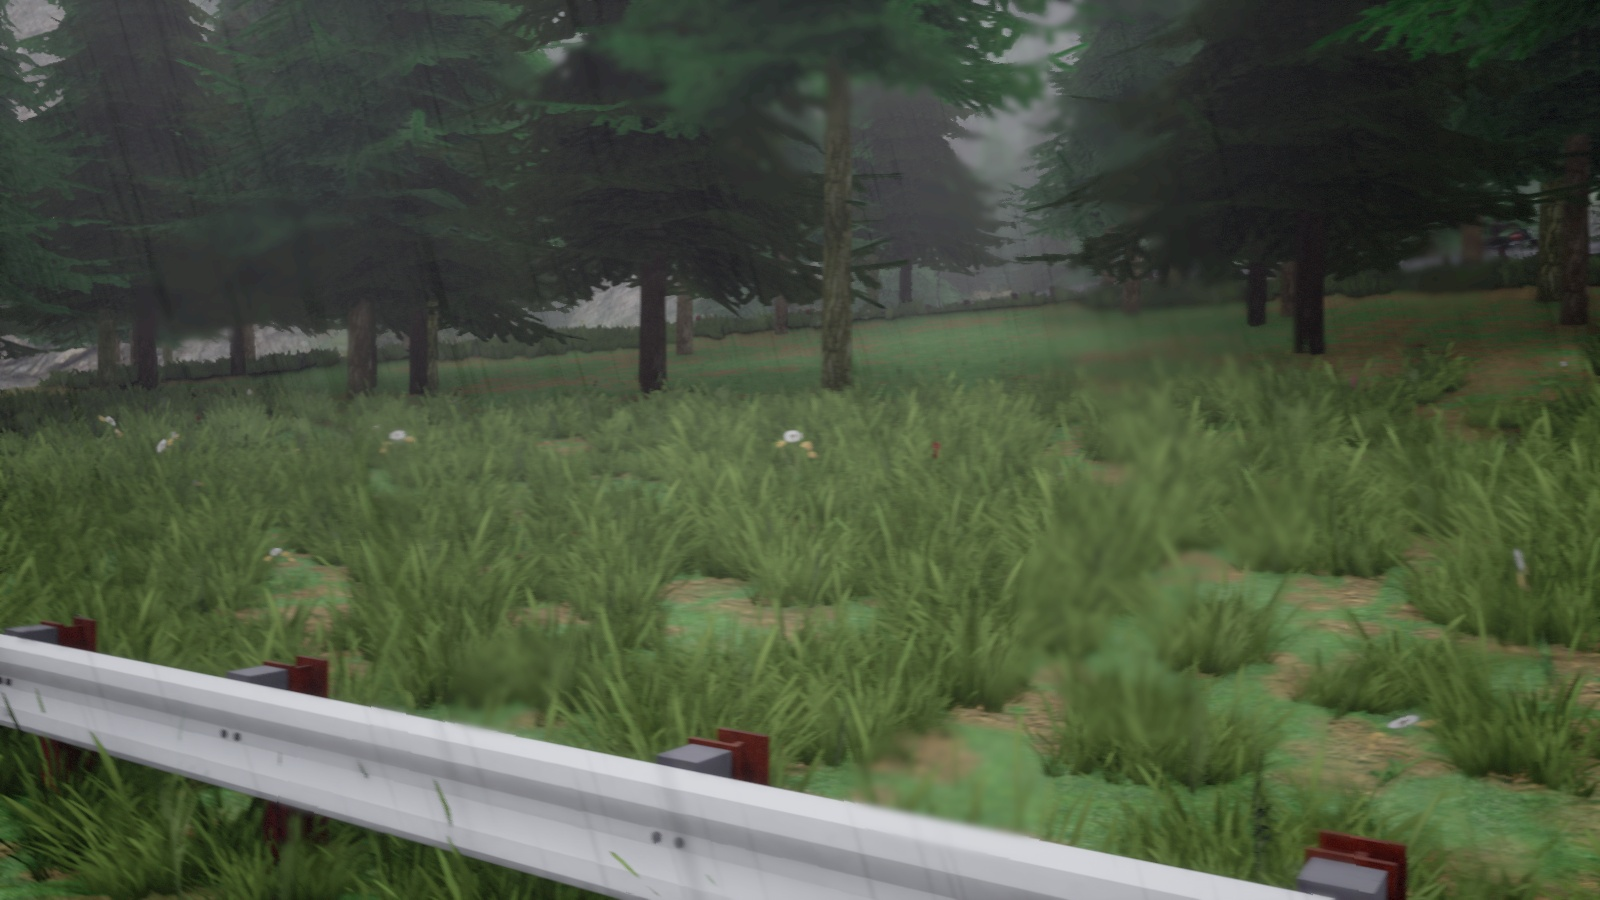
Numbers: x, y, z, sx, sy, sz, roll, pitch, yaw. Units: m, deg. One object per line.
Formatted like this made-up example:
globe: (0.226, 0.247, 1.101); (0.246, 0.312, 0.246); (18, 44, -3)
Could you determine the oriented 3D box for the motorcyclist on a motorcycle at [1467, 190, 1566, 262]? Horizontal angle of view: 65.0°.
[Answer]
motorcyclist on a motorcycle: (20.834, -6.494, 36.573); (2.350, 1.649, 0.766); (-5, -1, 25)
